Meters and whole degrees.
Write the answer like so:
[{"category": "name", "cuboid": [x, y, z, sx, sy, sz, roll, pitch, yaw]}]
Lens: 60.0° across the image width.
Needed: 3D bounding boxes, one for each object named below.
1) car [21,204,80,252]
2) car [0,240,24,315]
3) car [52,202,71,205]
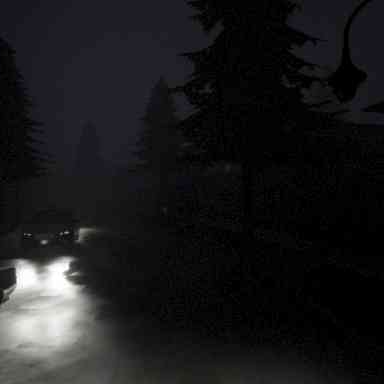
[{"category": "car", "cuboid": [-5.880, 1.516, 14.203, 2.128, 1.511, 4.902, 0, 0, -15]}, {"category": "car", "cuboid": [-3.991, 1.621, 3.951, 1.895, 1.301, 4.718, 0, 0, -5]}, {"category": "car", "cuboid": [-9.390, 1.516, 24.042, 1.882, 1.535, 5.008, 0, 0, -25]}]
